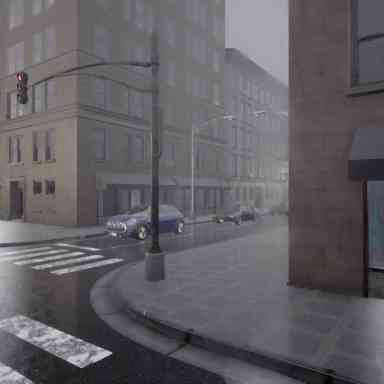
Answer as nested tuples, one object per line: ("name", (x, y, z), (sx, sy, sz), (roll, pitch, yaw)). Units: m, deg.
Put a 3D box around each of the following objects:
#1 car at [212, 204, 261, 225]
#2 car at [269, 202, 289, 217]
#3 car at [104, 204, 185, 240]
("car", (3.653, 1.686, 26.075), (2.033, 1.411, 5.357), (0, 0, 35))
("car", (9.842, 1.743, 34.757), (2.033, 1.411, 5.357), (0, 0, 36))
("car", (-2.384, 1.432, 17.574), (2.097, 1.767, 4.553), (0, 0, 35))
